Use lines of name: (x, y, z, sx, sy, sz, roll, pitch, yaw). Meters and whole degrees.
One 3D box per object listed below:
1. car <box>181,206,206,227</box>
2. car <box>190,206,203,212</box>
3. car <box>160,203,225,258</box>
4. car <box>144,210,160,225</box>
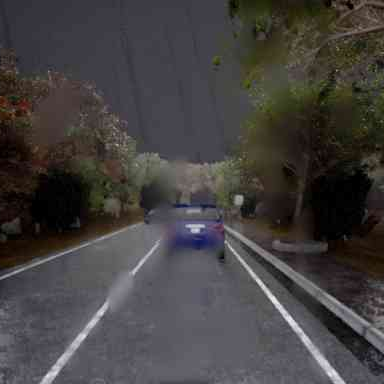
car: (0.156, 2.194, 30.515, 2.097, 1.767, 4.553, 0, -2, 0)
car: (1.017, 3.721, 73.258, 1.994, 1.385, 4.181, 1, -2, 14)
car: (0.118, 1.485, 13.882, 2.150, 2.045, 5.566, 0, -2, 0)
car: (-3.519, 2.481, 33.230, 2.033, 1.411, 5.357, 0, -2, 0)
